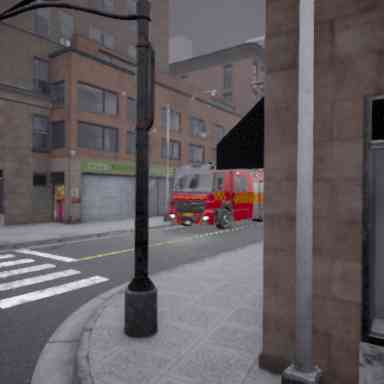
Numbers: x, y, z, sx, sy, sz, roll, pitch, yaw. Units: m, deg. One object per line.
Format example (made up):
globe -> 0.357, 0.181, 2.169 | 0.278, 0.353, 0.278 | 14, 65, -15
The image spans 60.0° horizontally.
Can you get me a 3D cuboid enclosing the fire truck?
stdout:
fire truck -> 2.242, 0.153, 20.969 | 2.891, 3.827, 8.468 | 1, 1, 36
